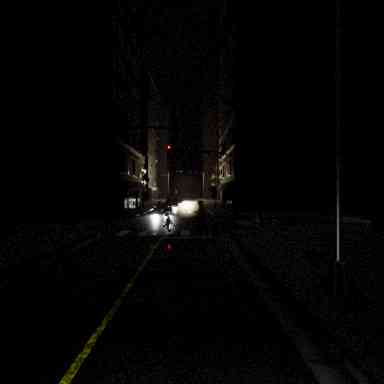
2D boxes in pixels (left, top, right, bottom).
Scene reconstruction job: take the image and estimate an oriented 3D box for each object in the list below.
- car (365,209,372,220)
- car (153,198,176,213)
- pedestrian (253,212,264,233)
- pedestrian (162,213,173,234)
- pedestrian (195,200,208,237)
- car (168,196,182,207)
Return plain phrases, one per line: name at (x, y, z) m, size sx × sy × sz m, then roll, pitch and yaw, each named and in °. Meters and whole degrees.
car at (16.077, 1.509, 25.985) m, size 4.674 × 1.442 × 1.812 m, roll 0°, pitch 0°, yaw 0°
car at (-3.108, 1.613, 36.905) m, size 1.895 × 1.301 × 4.718 m, roll 0°, pitch 0°, yaw 1°
pedestrian at (3.405, 1.523, 17.205) m, size 0.500 × 1.100 × 0.500 m, roll 0°, pitch 0°, yaw 0°
pedestrian at (-1.286, 1.297, 17.806) m, size 0.375 × 1.860 × 0.375 m, roll 0°, pitch 0°, yaw 0°
pedestrian at (0.483, 1.297, 16.607) m, size 0.375 × 1.860 × 0.375 m, roll 0°, pitch 0°, yaw 0°
car at (-3.088, 1.512, 51.972) m, size 2.128 × 1.511 × 4.902 m, roll 0°, pitch 0°, yaw 0°
